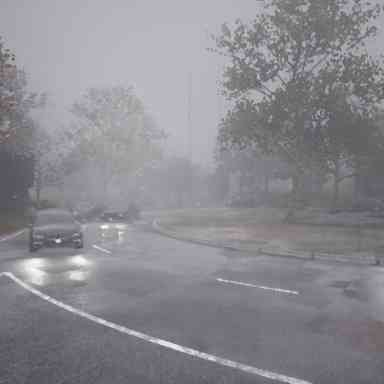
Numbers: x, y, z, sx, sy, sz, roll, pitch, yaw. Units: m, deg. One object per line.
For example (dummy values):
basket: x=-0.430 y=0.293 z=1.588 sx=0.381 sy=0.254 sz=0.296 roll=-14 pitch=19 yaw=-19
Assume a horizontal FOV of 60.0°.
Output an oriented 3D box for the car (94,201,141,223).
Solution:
car: x=-5.439 y=1.547 z=26.076 sx=2.033 sy=1.411 sz=5.357 roll=0 pitch=0 yaw=6

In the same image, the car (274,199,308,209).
car: x=12.526 y=1.509 z=42.181 sx=4.181 sy=1.385 sz=1.994 roll=1 pitch=0 yaw=2

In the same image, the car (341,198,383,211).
car: x=20.795 y=1.539 z=40.325 sx=4.892 sy=1.490 sz=1.837 roll=1 pitch=0 yaw=29

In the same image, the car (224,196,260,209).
car: x=6.622 y=1.266 z=44.477 sx=4.553 sy=1.767 sz=2.097 roll=0 pitch=0 yaw=-14

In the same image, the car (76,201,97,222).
car: x=-8.281 y=1.492 z=26.725 sx=2.128 sy=1.511 sz=4.902 roll=0 pitch=0 yaw=10

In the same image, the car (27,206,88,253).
car: x=-5.812 y=1.506 z=13.976 sx=1.837 sy=1.490 sz=4.892 roll=0 pitch=0 yaw=-26
